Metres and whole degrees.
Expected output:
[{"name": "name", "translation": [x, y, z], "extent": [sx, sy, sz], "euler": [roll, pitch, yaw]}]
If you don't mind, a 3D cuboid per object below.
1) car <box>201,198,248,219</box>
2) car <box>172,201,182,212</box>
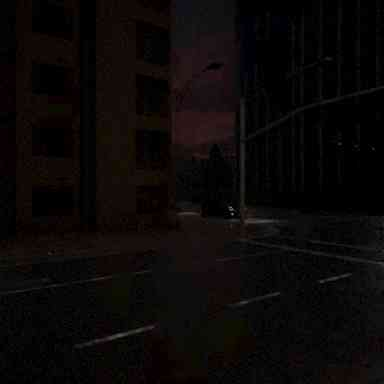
[{"name": "car", "translation": [2.783, 1.355, 29.285], "extent": [2.097, 1.767, 4.553], "euler": [0, 0, -34]}, {"name": "car", "translation": [-2.997, 1.529, 37.622], "extent": [1.812, 1.442, 4.674], "euler": [0, 0, -35]}]
